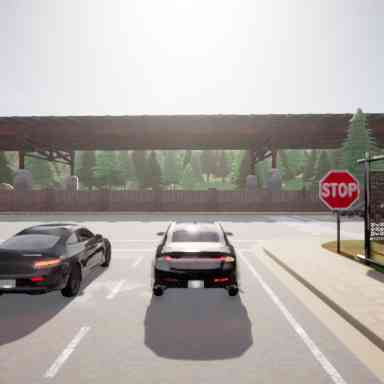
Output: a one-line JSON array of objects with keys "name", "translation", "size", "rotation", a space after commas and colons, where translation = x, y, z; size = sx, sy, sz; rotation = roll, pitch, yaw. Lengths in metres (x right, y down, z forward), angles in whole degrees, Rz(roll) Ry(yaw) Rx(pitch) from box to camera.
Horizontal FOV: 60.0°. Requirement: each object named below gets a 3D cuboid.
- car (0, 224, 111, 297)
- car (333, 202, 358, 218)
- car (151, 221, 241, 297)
[{"name": "car", "translation": [-3.400, 1.526, 8.440], "size": [1.812, 1.442, 4.674], "rotation": [0, 0, 0]}, {"name": "car", "translation": [15.628, 1.547, 29.970], "size": [5.357, 1.411, 2.033], "rotation": [0, 0, 1]}, {"name": "car", "translation": [0.079, 1.492, 8.587], "size": [2.128, 1.511, 4.902], "rotation": [0, 0, 0]}]
